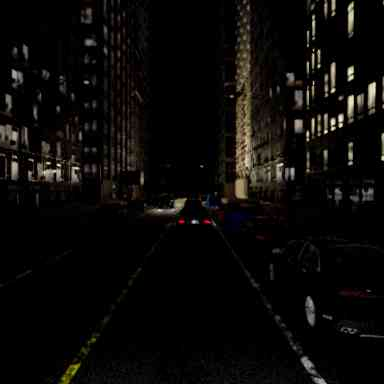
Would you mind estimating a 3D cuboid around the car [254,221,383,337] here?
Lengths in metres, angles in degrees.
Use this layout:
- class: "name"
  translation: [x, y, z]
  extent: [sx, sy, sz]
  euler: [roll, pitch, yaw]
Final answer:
- class: "car"
  translation: [2.690, 1.521, 6.548]
  extent: [2.008, 1.369, 4.403]
  euler: [0, 0, 0]

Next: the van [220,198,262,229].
- class: "van"
  translation: [2.692, 1.255, 17.942]
  extent: [1.690, 1.788, 3.998]
  euler: [0, 0, 0]

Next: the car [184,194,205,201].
- class: "car"
  translation: [0.110, 1.290, 36.966]
  extent: [1.882, 1.535, 5.008]
  euler: [0, 0, 0]

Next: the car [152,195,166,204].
- class: "car"
  translation: [-5.677, 1.245, 57.834]
  extent: [2.008, 1.369, 4.403]
  euler: [0, 0, 0]

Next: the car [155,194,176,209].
- class: "car"
  translation: [-3.082, 1.299, 40.736]
  extent: [1.837, 1.490, 4.892]
  euler: [0, 0, 0]

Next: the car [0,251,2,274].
- class: "car"
  translation: [-5.692, 1.410, 6.551]
  extent: [1.967, 1.590, 4.097]
  euler: [0, 0, 0]

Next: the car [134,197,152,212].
- class: "car"
  translation: [-5.683, 1.405, 35.042]
  extent: [1.802, 1.307, 4.206]
  euler: [0, 0, 0]

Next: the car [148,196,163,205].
- class: "car"
  translation: [-5.678, 1.310, 52.137]
  extent: [1.802, 1.307, 4.206]
  euler: [0, 0, 0]

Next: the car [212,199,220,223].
- class: "car"
  translation: [2.695, 1.429, 23.641]
  extent: [1.887, 1.381, 4.507]
  euler: [0, 0, 0]

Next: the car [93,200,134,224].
- class: "car"
  translation: [-5.686, 1.450, 23.645]
  extent: [1.947, 1.339, 4.313]
  euler: [0, 0, 0]

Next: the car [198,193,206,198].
- class: "car"
  translation: [2.713, 1.027, 92.020]
  extent: [1.887, 1.381, 4.507]
  euler: [0, 0, 0]

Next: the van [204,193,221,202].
- class: "van"
  translation: [2.699, 1.133, 40.735]
  extent: [1.690, 1.788, 3.998]
  euler: [0, 0, 0]

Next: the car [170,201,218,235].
- class: "car"
  translation: [0.104, 1.460, 18.206]
  extent: [2.033, 1.411, 5.357]
  euler: [0, 0, 0]

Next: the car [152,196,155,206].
- class: "car"
  translation: [-5.680, 1.305, 46.438]
  extent: [1.887, 1.381, 4.507]
  euler: [0, 0, 0]

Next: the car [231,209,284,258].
- class: "car"
  translation: [2.691, 1.525, 12.245]
  extent: [1.802, 1.307, 4.206]
  euler: [0, 0, 0]
